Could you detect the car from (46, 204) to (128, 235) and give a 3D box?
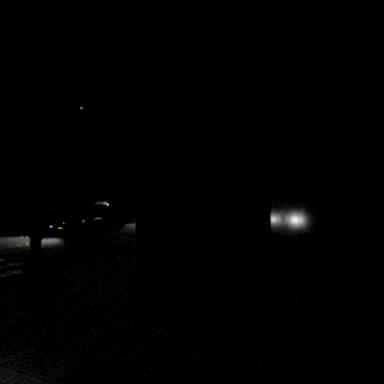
[{"bbox_3d":[-5.838,1.505,19.033,1.837,1.490,4.892,-1,0,35],"label":"car"}]
